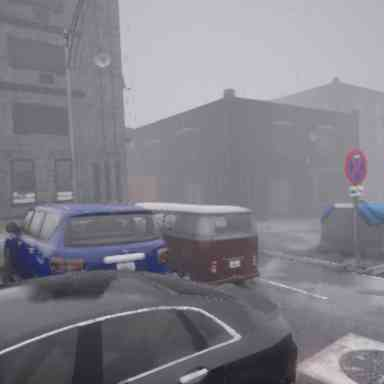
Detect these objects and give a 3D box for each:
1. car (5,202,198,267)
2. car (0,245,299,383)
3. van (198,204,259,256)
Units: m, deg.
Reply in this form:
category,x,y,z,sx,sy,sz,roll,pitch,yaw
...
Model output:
category,x,y,z,sx,sy,sz,roll,pitch,yaw
car,-2.556,1.241,7.214,2.435,2.045,5.566,0,0,-35
car,-1.238,1.507,2.494,4.892,1.490,1.837,1,0,-35
van,-0.334,1.285,8.906,1.878,1.987,4.442,0,0,-35
